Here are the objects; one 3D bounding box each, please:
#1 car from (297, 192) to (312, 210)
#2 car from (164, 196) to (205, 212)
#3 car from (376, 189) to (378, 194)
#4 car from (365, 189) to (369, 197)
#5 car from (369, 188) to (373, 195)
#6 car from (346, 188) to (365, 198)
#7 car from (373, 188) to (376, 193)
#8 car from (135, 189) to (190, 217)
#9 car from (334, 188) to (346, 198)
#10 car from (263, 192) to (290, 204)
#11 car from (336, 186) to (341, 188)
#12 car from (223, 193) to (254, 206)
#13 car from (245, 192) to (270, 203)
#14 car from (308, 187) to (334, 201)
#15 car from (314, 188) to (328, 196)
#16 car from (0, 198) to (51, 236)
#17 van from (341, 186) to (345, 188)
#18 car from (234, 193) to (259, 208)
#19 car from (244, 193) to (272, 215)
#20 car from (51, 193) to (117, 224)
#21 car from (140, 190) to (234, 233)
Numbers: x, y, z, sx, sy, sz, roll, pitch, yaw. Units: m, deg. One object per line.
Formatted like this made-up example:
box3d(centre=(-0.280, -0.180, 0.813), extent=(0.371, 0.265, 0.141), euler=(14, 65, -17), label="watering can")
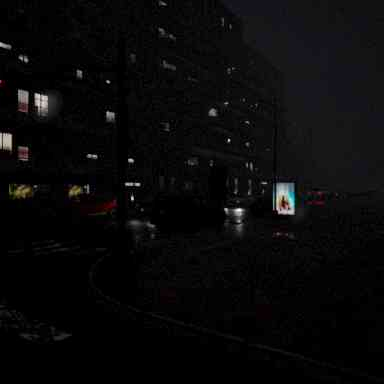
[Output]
box3d(centre=(9.460, 0.964, 31.331), extent=(1.947, 1.339, 4.313), euler=(1, 2, 35), label="car")
box3d(centre=(-0.622, 1.069, 31.551), extent=(1.802, 1.307, 4.206), euler=(2, 2, 35), label="car")
box3d(centre=(44.506, -0.221, 81.280), extent=(2.008, 1.369, 4.403), euler=(1, 2, 35), label="car")
box3d(centre=(31.763, 0.098, 63.113), extent=(1.967, 1.590, 4.097), euler=(1, 2, 35), label="car")
box3d(centre=(34.949, 0.096, 67.657), extent=(1.887, 1.381, 4.507), euler=(1, 2, 35), label="car")
box3d(centre=(28.577, 0.309, 58.576), extent=(1.887, 1.381, 4.507), euler=(1, 2, 35), label="car")
box3d(centre=(38.135, -0.012, 72.198), extent=(1.887, 1.381, 4.507), euler=(1, 2, 35), label="car")
box3d(centre=(-1.855, 0.820, 25.311), extent=(2.150, 2.045, 5.566), euler=(0, 1, 35), label="car")
box3d(centre=(25.045, 0.406, 58.080), extent=(1.895, 1.301, 4.718), euler=(0, 1, 35), label="car")
box3d(centre=(11.164, 0.738, 43.795), extent=(1.994, 1.385, 4.181), euler=(0, 1, 35), label="car")
box3d(centre=(34.417, -0.239, 81.486), extent=(1.967, 1.590, 4.097), euler=(2, 2, 35), label="car")
box3d(centre=(5.748, 0.828, 40.630), extent=(2.008, 1.369, 4.403), euler=(2, 2, 35), label="car")
box3d(centre=(8.933, 0.754, 45.170), extent=(1.802, 1.307, 4.206), euler=(2, 2, 35), label="car")
box3d(centre=(18.863, 0.233, 49.271), extent=(2.150, 2.045, 5.566), euler=(0, 1, 35), label="car")
box3d(centre=(28.046, -0.025, 72.406), extent=(1.967, 1.590, 4.097), euler=(2, 2, 35), label="car")
box3d(centre=(-9.170, 1.189, 14.882), extent=(2.097, 1.767, 4.553), euler=(0, 1, 35), label="car")
box3d(centre=(37.603, -0.446, 86.023), extent=(1.690, 1.788, 3.998), euler=(2, 2, 35), label="van")
box3d(centre=(5.208, 0.896, 35.356), extent=(1.812, 1.442, 4.674), euler=(0, 1, 35), label="car")
box3d(centre=(6.274, 1.069, 26.789), extent=(1.947, 1.339, 4.313), euler=(1, 2, 35), label="car")
box3d(centre=(-6.991, 1.009, 22.464), extent=(2.192, 1.841, 5.009), euler=(1, 2, 35), label="car")
box3d(centre=(-0.097, 1.026, 17.701), extent=(2.192, 1.841, 5.009), euler=(1, 2, 35), label="car")
